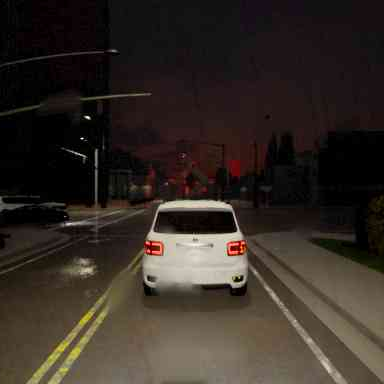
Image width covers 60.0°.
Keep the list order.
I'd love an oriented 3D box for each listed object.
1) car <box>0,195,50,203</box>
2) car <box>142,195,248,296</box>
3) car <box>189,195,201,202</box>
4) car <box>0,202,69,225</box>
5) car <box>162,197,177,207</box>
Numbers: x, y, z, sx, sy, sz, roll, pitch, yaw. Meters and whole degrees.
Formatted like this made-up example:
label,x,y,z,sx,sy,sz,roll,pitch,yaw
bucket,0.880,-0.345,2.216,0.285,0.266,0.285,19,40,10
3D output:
label,x,y,z,sx,sy,sz,roll,pitch,yaw
car,-13.204,1.296,27.544,5.566,2.045,2.150,-1,0,0
car,0.079,1.221,8.778,2.150,2.045,5.566,0,0,0
car,0.834,1.461,78.649,1.882,1.535,5.008,0,0,12
car,-11.186,1.621,24.054,4.181,1.385,1.994,0,0,0
car,-3.533,1.561,52.921,1.994,1.385,4.181,0,0,0
